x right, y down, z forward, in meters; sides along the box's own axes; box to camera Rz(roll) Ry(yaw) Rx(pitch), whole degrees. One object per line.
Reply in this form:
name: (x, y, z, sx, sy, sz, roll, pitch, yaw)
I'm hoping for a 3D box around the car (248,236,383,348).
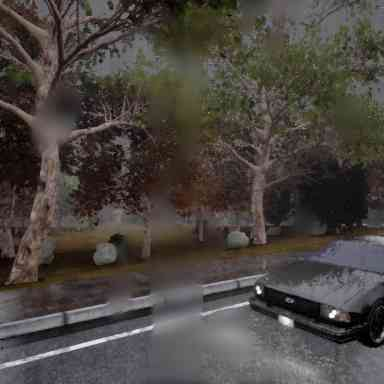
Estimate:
car: (3.600, 1.617, 6.567, 5.357, 1.411, 2.033, 1, -1, -35)
